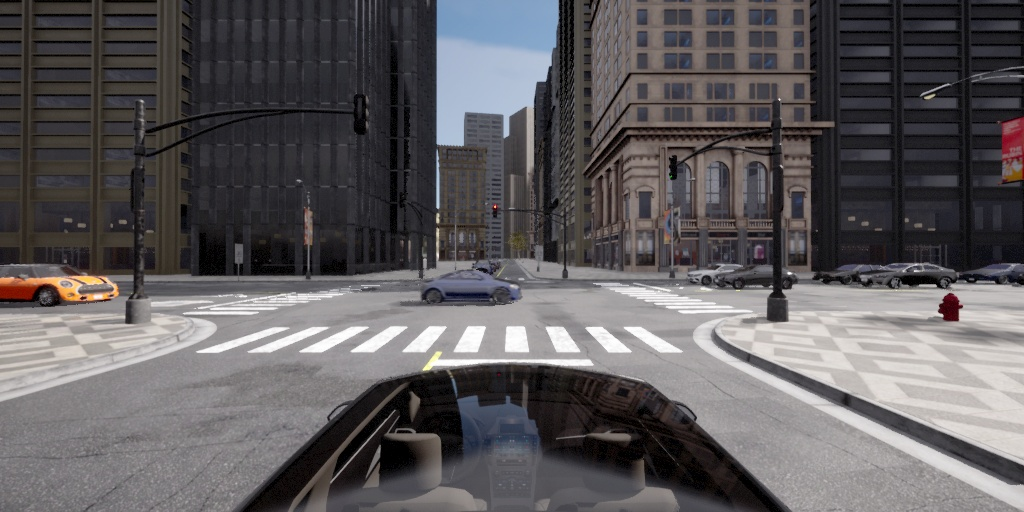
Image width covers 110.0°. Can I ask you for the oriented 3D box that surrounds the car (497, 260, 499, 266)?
[{"bbox_3d":[-3.058,1.371,46.647,1.994,1.385,4.181,0,0,0],"label":"car"}]

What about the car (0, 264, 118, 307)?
[{"bbox_3d":[-19.534,1.127,14.994,4.553,1.767,2.097,0,0,0],"label":"car"}]

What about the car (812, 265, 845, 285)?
[{"bbox_3d":[24.219,1.259,24.982,5.357,1.411,2.033,0,0,0],"label":"car"}]

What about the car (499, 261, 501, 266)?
[{"bbox_3d":[-3.050,1.394,56.042,1.994,1.385,4.181,0,0,1],"label":"car"}]

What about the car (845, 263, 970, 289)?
[{"bbox_3d":[23.812,1.180,21.730,4.902,1.511,2.128,0,0,0],"label":"car"}]

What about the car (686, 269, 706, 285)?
[{"bbox_3d":[14.637,1.261,24.977,4.674,1.442,1.812,0,0,0],"label":"car"}]

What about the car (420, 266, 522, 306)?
[{"bbox_3d":[-1.683,1.274,15.008,4.181,1.385,1.994,0,0,0],"label":"car"}]

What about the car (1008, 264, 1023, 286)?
[{"bbox_3d":[33.684,1.229,21.732,4.181,1.385,1.994,0,0,0],"label":"car"}]

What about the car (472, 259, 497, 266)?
[{"bbox_3d":[-3.048,1.140,37.627,2.097,1.767,4.553,0,0,0],"label":"car"}]

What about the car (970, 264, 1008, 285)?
[{"bbox_3d":[34.647,1.234,24.990,5.357,1.411,2.033,0,0,-1],"label":"car"}]

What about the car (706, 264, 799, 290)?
[{"bbox_3d":[14.702,1.237,21.716,4.674,1.442,1.812,0,0,-1],"label":"car"}]
